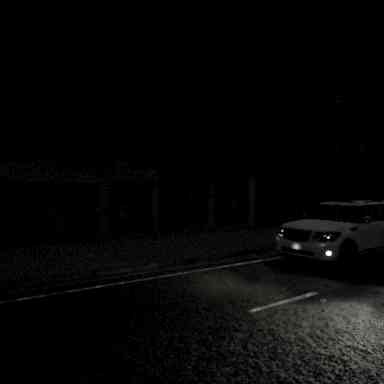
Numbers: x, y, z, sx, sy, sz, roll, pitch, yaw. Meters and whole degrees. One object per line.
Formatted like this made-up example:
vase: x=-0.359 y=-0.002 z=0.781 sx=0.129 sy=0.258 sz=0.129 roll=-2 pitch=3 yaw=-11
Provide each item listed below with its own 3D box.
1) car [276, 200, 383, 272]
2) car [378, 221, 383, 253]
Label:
car: x=5.351 y=1.307 z=11.496 sx=5.566 sy=2.045 sz=2.150 roll=1 pitch=-1 yaw=-35
car: x=7.382 y=1.576 z=8.952 sx=4.902 sy=1.511 sz=2.128 roll=1 pitch=0 yaw=-35
